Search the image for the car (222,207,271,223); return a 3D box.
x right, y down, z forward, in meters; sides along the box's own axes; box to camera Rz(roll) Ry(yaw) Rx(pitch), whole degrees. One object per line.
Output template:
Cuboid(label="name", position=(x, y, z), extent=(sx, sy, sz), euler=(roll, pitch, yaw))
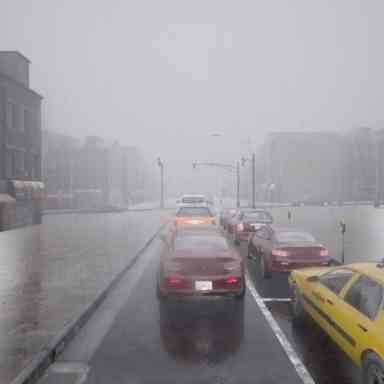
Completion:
Cuboid(label="car", position=(2.660, 1.448, 15.285), extent=(1.967, 1.590, 4.097), euler=(0, 0, 0))

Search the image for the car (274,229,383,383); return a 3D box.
Cuboid(label="car", position=(2.641, 1.526, 4.521), extent=(1.752, 1.417, 4.829), euler=(0, 0, 0))

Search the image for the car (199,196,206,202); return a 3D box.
Cuboid(label="car", position=(2.795, 1.834, 90.678), extent=(1.752, 1.417, 4.829), euler=(-1, 0, 0))

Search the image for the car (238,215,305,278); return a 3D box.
Cuboid(label="car", position=(2.651, 1.585, 9.819), extent=(1.802, 1.307, 4.206), euler=(0, 0, 0))

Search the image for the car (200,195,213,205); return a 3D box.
Cuboid(label="car", position=(2.744, 1.474, 63.497), extent=(2.192, 1.841, 5.009), euler=(-1, 0, 0))

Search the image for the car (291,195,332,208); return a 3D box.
Cuboid(label="car", position=(14.809, 1.113, 41.240), extent=(4.892, 1.490, 1.837), euler=(-2, 0, 0))

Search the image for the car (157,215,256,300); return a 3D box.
Cuboid(label="car", position=(0.137, 1.528, 8.318), extent=(1.812, 1.442, 4.674), euler=(0, 0, -2))

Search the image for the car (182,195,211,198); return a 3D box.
Cuboid(label="car", position=(0.080, 1.245, 25.793), extent=(2.150, 2.045, 5.566), euler=(0, 0, 1))

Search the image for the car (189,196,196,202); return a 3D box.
Cuboid(label="car", position=(0.152, 1.755, 83.155), extent=(1.837, 1.490, 4.892), euler=(0, 0, 0))

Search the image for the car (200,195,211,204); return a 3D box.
Cuboid(label="car", position=(2.754, 1.501, 68.900), extent=(2.192, 1.841, 5.009), euler=(-1, 0, 0))

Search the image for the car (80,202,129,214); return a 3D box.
Cuboid(label="car", position=(-10.089, 1.866, 38.292), extent=(5.357, 1.411, 2.033), euler=(-2, 0, 0))

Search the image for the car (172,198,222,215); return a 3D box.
Cuboid(label="car", position=(0.114, 1.360, 15.697), extent=(2.097, 1.767, 4.553), euler=(0, 0, 0))

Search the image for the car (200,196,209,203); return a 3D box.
Cuboid(label="car", position=(2.764, 1.655, 74.301), extent=(1.967, 1.590, 4.097), euler=(-1, 0, 0))

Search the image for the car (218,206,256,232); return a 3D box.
Cuboid(label="car", position=(2.670, 1.597, 20.751), extent=(1.802, 1.307, 4.206), euler=(0, 0, 0))
